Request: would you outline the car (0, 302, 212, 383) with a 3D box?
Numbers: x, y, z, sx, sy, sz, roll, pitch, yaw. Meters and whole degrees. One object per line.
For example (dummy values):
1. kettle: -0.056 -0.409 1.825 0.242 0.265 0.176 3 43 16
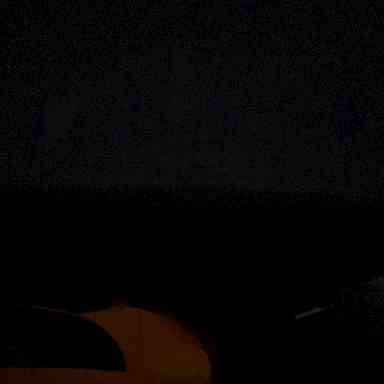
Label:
1. car: -2.146 1.477 1.520 5.008 1.535 1.882 0 0 -35
